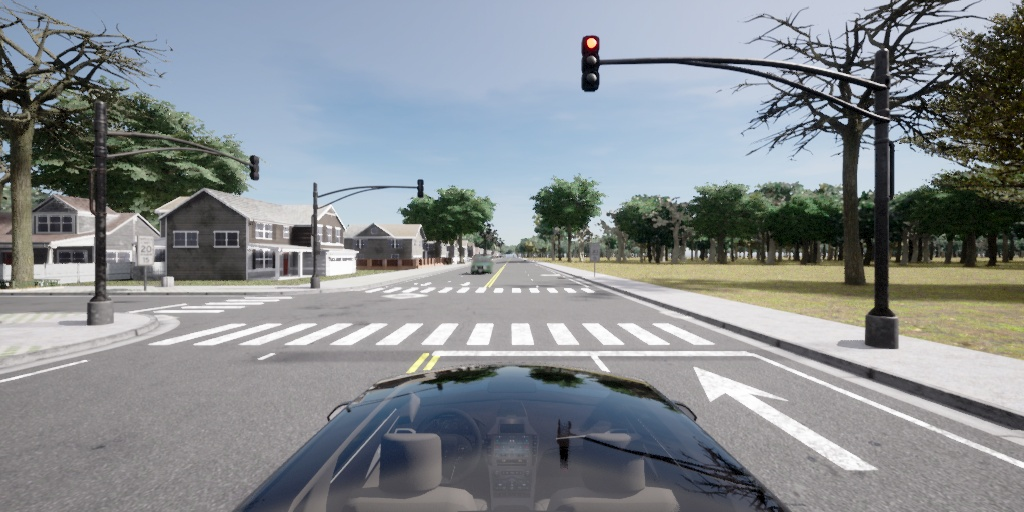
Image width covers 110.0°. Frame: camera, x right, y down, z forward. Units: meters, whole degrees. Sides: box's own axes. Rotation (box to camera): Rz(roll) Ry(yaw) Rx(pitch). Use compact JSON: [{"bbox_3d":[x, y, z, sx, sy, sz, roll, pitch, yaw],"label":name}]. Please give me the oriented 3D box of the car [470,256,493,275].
[{"bbox_3d":[-3.189,1.065,38.843,2.150,2.045,5.566,0,1,0],"label":"car"}]
